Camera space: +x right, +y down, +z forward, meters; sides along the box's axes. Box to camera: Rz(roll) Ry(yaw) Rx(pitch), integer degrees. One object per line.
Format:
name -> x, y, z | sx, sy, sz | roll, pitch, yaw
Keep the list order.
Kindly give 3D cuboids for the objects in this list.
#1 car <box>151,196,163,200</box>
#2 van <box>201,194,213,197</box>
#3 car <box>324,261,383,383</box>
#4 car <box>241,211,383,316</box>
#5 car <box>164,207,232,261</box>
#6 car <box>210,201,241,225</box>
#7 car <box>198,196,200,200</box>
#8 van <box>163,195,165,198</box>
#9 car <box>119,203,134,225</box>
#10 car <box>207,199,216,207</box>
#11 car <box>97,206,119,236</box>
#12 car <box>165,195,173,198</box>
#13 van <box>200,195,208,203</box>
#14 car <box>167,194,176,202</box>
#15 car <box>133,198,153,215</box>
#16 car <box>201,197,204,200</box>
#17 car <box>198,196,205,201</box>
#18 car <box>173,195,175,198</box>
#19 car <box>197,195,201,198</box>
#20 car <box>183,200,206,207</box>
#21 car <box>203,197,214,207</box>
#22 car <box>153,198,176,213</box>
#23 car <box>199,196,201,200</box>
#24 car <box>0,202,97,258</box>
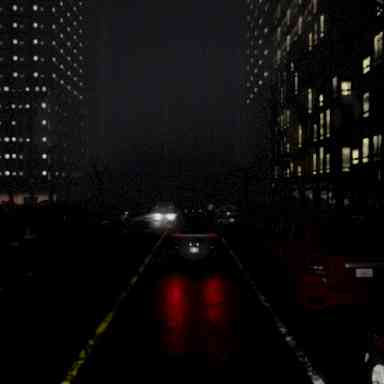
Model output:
car -> -5.707, 1.598, 46.911 | 1.967, 1.590, 4.097 | -1, 0, 0
van -> 2.671, 1.519, 52.538 | 1.690, 1.788, 3.998 | -1, 0, 0
car -> 2.677, 1.558, 1.911 | 2.008, 1.369, 4.403 | -1, 0, 0
car -> 2.672, 1.340, 7.536 | 2.192, 1.841, 5.009 | -1, 0, 0
car -> 0.079, 1.534, 12.427 | 2.128, 1.511, 4.902 | 0, 0, 0
car -> 2.676, 1.632, 24.411 | 2.008, 1.369, 4.403 | -1, 0, 0
car -> 2.676, 1.798, 63.787 | 1.802, 1.307, 4.206 | -1, 0, 0
van -> -5.709, 1.518, 52.538 | 1.690, 1.788, 3.998 | -1, 0, 0
car -> -5.704, 1.663, 24.411 | 1.802, 1.307, 4.206 | -1, 0, 0
car -> 2.676, 1.646, 30.036 | 1.887, 1.381, 4.507 | -1, 0, 0
car -> -5.704, 1.607, 18.787 | 1.887, 1.381, 4.507 | -1, 0, 0
car -> -5.705, 1.785, 69.413 | 2.008, 1.369, 4.403 | -1, 0, 0
van -> 2.670, 1.595, 75.039 | 1.690, 1.788, 3.998 | -1, 0, 0
car -> -5.711, 1.625, 91.915 | 2.192, 1.841, 5.009 | -1, 0, 0
car -> -5.705, 1.664, 35.661 | 1.887, 1.381, 4.507 | -1, 0, 0
car -> 2.676, 1.724, 46.912 | 1.947, 1.339, 4.313 | -1, 0, 0
car -> 2.674, 1.855, 91.914 | 1.887, 1.381, 4.507 | -1, 0, 0
car -> -5.710, 1.568, 75.039 | 2.192, 1.841, 5.009 | -1, 0, 0
car -> 2.672, 1.675, 69.414 | 1.967, 1.590, 4.097 | -1, 0, 0
car -> 0.091, 1.707, 31.733 | 1.895, 1.301, 4.718 | 0, 0, 0
car -> 2.675, 1.665, 41.456 | 1.752, 1.417, 4.829 | -1, 0, 0
car -> -3.098, 1.731, 38.714 | 1.895, 1.301, 4.718 | 0, 0, 0
car -> 2.675, 1.723, 58.332 | 1.752, 1.417, 4.829 | -1, 0, 0
car -> -5.709, 1.358, 13.162 | 2.192, 1.841, 5.009 | -1, 0, 0
